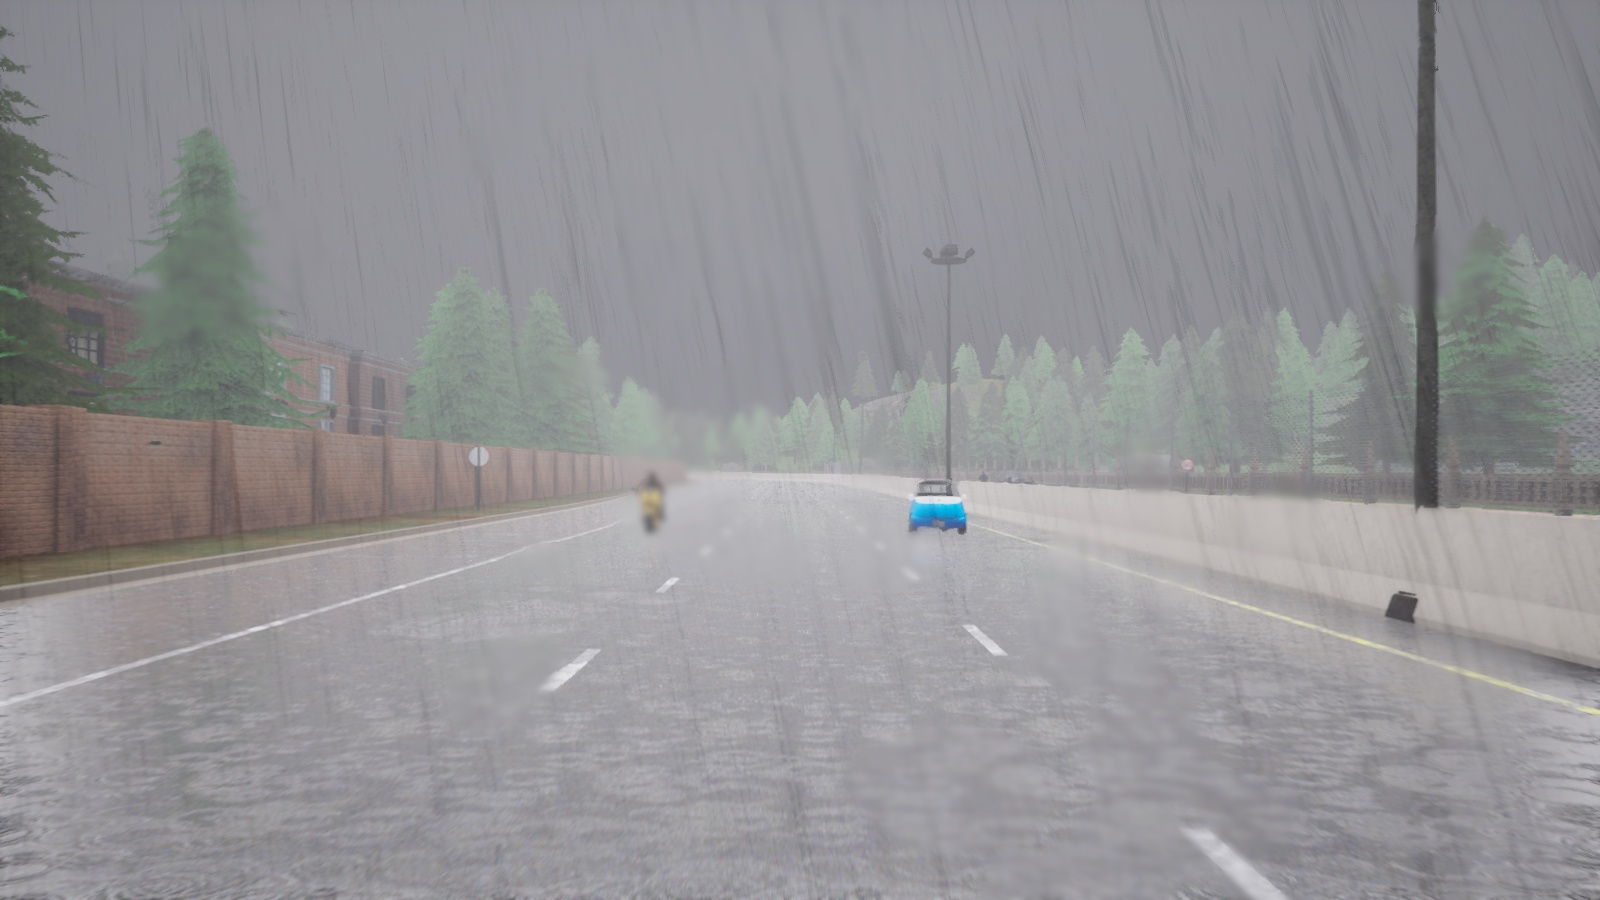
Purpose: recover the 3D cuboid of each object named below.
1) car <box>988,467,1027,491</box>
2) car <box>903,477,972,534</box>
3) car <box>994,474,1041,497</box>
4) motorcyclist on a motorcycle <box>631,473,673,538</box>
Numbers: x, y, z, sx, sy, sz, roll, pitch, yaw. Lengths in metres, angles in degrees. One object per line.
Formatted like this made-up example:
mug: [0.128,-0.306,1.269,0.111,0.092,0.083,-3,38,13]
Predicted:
car: [16.049,2.239,97.355,2.097,1.767,4.553,0,-1,-1]
car: [3.423,1.385,31.628,1.481,1.376,2.207,0,-1,0]
car: [13.102,2.132,75.822,1.895,1.301,4.718,0,-1,-1]
motorcyclist on a motorcycle: [-3.578,1.322,30.558,0.797,1.523,2.044,0,-1,0]
